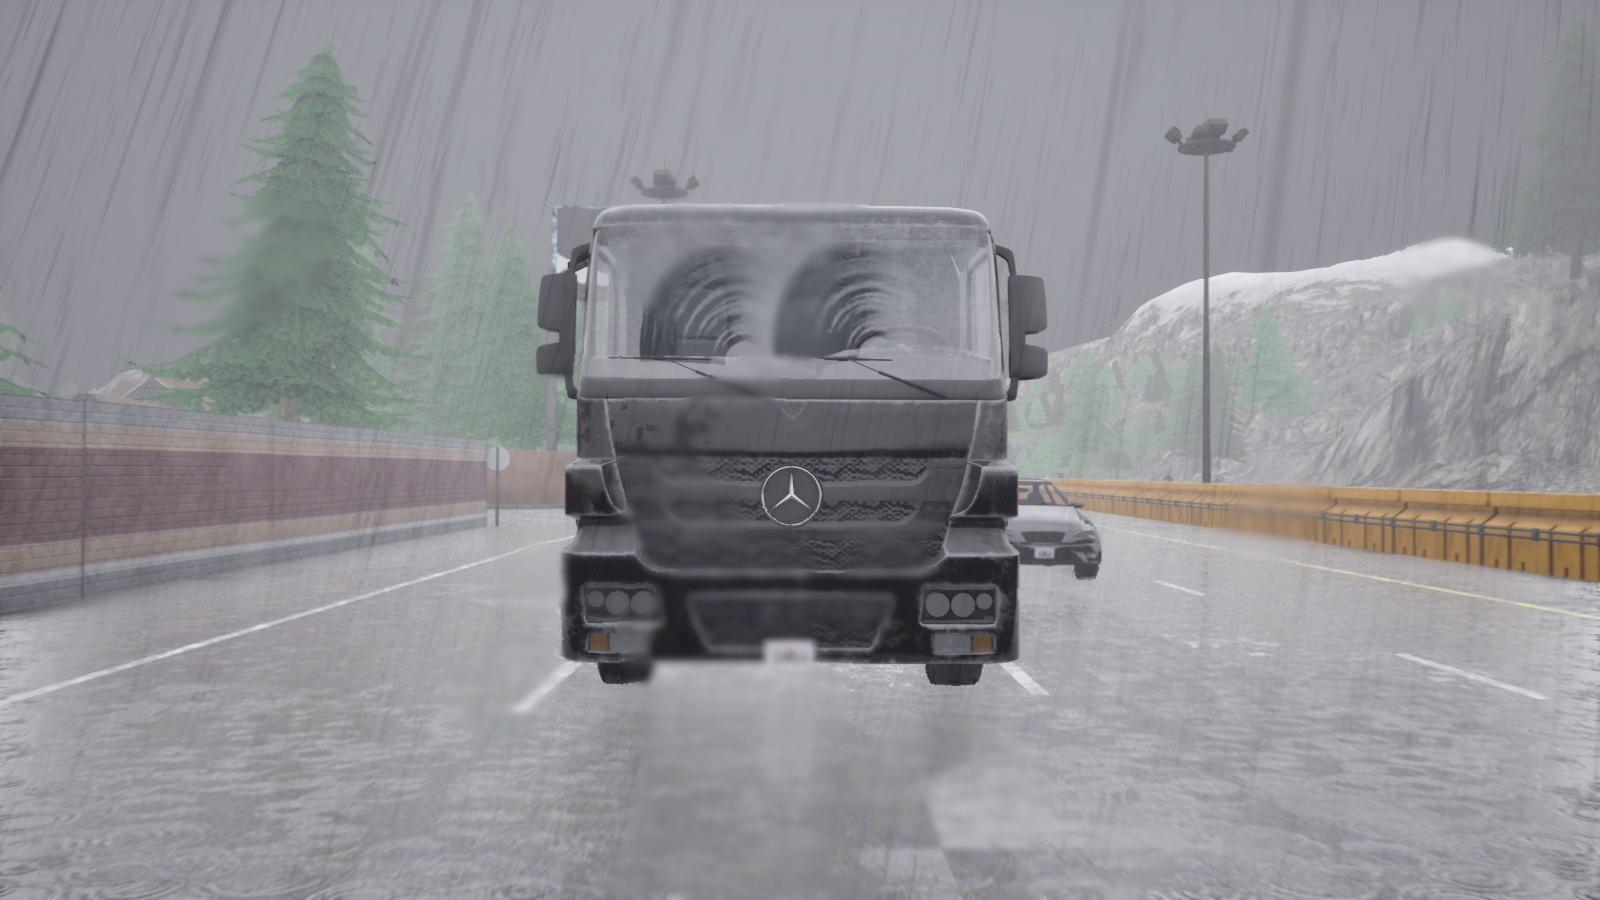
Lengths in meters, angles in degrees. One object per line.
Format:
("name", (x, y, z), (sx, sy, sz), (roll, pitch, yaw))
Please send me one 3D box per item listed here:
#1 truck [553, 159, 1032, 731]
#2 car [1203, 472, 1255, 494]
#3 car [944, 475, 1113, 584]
("truck", (-0.074, 0.027, 11.591), (2.891, 3.462, 7.936), (0, -1, 0))
("car", (28.263, 2.152, 82.890), (1.994, 1.385, 4.181), (0, -1, 0))
("car", (3.384, 1.139, 19.365), (1.816, 1.474, 4.193), (0, -1, 0))
